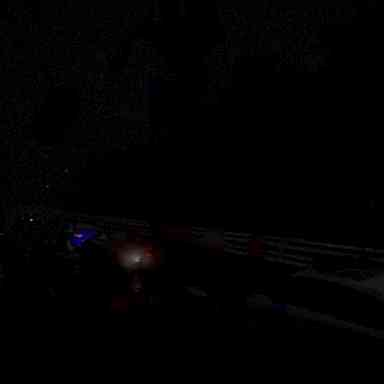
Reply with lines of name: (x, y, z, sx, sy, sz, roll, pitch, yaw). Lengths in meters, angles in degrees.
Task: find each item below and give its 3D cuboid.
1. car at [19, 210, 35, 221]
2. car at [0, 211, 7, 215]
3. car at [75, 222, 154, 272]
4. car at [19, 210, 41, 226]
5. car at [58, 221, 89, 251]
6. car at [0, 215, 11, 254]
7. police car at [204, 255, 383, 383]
car: (-23.720, 3.344, 47.741, 1.812, 1.442, 4.674, 3, -3, -27)
car: (-21.044, 2.768, 35.688, 1.837, 1.490, 4.892, 3, -3, -28)
car: (-3.055, 2.139, 13.120, 1.812, 1.442, 4.674, 3, -3, -31)
car: (-17.882, 2.988, 36.957, 1.994, 1.385, 4.181, 3, -3, -27)
car: (-6.075, 2.315, 18.195, 1.812, 1.442, 4.674, 3, -3, -30)
car: (-9.926, 2.051, 16.005, 2.128, 1.511, 4.902, 3, -3, -30)
police car: (2.028, 1.757, 4.824, 1.930, 1.638, 5.238, 4, -4, -32)
